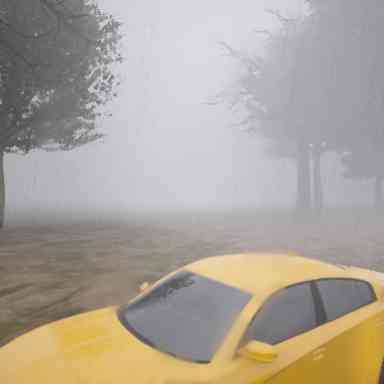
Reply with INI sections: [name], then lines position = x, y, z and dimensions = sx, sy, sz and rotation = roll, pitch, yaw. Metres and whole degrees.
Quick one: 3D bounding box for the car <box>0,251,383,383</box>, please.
[car]
position = 0.529, 1.479, 3.541
dimensions = 5.008, 1.535, 1.882
rotation = 0, 0, -34
